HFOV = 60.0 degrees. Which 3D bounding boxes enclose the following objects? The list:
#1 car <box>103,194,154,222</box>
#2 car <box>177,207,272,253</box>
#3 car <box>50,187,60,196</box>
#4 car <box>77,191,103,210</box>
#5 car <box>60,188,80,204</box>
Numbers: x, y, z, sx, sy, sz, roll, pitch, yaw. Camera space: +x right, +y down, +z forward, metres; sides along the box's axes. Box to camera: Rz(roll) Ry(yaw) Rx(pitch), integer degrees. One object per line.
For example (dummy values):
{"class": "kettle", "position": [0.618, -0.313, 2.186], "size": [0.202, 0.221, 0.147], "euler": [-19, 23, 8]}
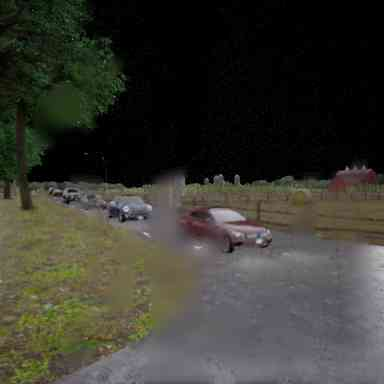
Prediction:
{"class": "car", "position": [-4.239, 0.997, 22.564], "size": [2.097, 1.767, 4.553], "euler": [-1, 1, -28]}
{"class": "car", "position": [1.052, 1.348, 13.172], "size": [1.812, 1.442, 4.674], "euler": [-1, 2, -31]}
{"class": "car", "position": [-34.718, 0.217, 86.044], "size": [1.882, 1.535, 5.008], "euler": [-1, 1, -28]}
{"class": "car", "position": [-9.902, 0.966, 33.249], "size": [1.837, 1.490, 4.892], "euler": [-1, 1, -27]}
{"class": "car", "position": [-16.084, 0.497, 45.005], "size": [2.150, 2.045, 5.566], "euler": [-1, 2, -27]}
